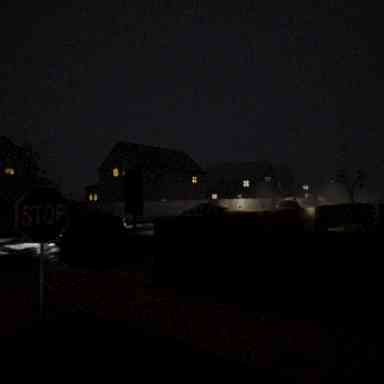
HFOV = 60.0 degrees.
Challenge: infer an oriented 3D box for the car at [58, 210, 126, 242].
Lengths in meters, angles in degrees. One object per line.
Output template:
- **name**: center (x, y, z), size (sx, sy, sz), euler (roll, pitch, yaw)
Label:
- **car**: center (-5.376, 1.649, 16.984), size (1.994, 1.385, 4.181), euler (0, 0, 36)

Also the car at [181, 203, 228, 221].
- **car**: center (1.062, 1.645, 26.123), size (2.128, 1.511, 4.902), euler (0, 0, 35)

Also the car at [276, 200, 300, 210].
- **car**: center (12.106, 1.786, 41.696), size (1.837, 1.490, 4.892), euler (0, -1, 36)
